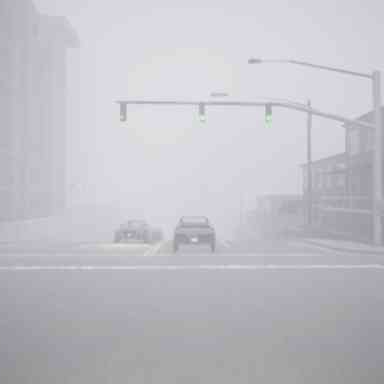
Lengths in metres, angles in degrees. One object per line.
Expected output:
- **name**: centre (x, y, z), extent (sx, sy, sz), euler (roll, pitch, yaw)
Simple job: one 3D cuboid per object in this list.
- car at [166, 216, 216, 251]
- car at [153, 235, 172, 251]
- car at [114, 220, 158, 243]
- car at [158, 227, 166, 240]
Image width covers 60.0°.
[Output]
- **car**: centre (0.100, 1.916, 15.918), extent (2.128, 1.511, 4.902), euler (0, -4, 0)
- **car**: centre (-3.538, 6.248, 40.219), extent (1.837, 1.490, 4.892), euler (0, -14, 0)
- **car**: centre (-3.588, 2.478, 21.150), extent (1.994, 1.385, 4.181), euler (0, -5, 0)
- **car**: centre (-3.583, 3.895, 30.264), extent (1.882, 1.535, 5.008), euler (0, -12, 0)
